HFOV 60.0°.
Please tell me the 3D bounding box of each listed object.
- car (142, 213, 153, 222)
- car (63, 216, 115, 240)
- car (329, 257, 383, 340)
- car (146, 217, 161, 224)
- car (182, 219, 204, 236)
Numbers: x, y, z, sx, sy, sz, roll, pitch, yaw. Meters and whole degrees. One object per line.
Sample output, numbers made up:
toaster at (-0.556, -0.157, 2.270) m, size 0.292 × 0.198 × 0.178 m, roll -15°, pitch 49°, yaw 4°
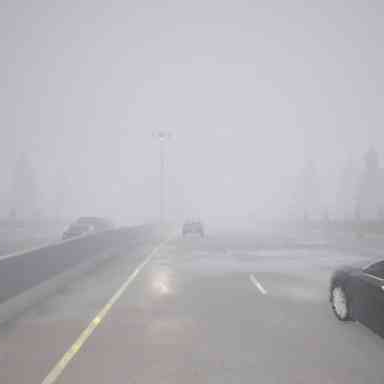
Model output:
car at (-10.530, 6.194, 80.068) m, size 2.150 × 2.045 × 5.566 m, roll 0°, pitch -1°, yaw 0°
car at (-7.098, 2.456, 22.858) m, size 2.097 × 1.767 × 4.553 m, roll 0°, pitch -5°, yaw 0°
car at (3.599, 1.568, 4.610) m, size 1.837 × 1.490 × 4.892 m, roll 0°, pitch -1°, yaw 0°
car at (-7.032, 5.898, 63.273) m, size 1.837 × 1.490 × 4.892 m, roll 0°, pitch -4°, yaw 0°
car at (0.089, 3.195, 30.184) m, size 2.128 × 1.511 × 4.902 m, roll 0°, pitch -5°, yaw 0°
